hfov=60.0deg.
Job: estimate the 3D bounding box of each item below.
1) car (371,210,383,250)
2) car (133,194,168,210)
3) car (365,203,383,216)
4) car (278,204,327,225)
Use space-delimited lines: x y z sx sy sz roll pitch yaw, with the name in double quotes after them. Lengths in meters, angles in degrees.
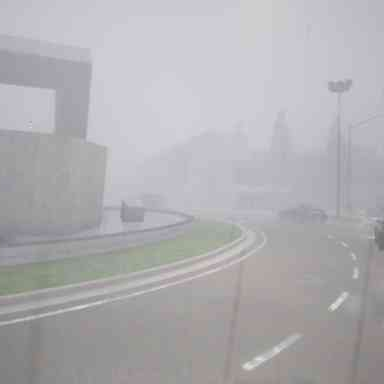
9.209 1.729 14.677 1.994 1.385 4.181 1 0 27 "car"
-5.628 1.203 41.841 5.566 2.045 2.150 1 0 33 "car"
20.562 1.875 34.886 4.892 1.490 1.837 0 0 -17 "car"
8.432 1.663 25.819 2.128 1.511 4.902 1 0 -13 "car"
